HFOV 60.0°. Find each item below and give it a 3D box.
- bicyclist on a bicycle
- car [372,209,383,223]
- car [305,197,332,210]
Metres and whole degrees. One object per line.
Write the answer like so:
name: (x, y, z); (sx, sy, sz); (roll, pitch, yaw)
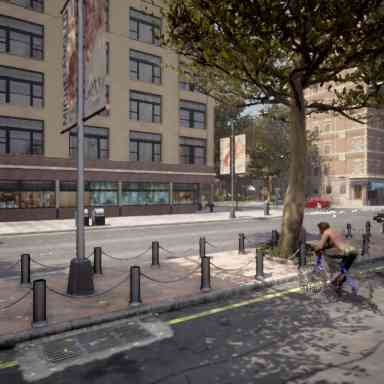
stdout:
bicyclist on a bicycle: (2.916, 1.455, 6.948); (0.582, 1.620, 1.656); (0, -2, -35)
car: (15.468, 1.547, 24.478); (5.357, 1.411, 2.033); (0, 0, -35)
car: (15.935, 1.477, 44.003); (1.882, 1.535, 5.008); (0, 0, -41)
